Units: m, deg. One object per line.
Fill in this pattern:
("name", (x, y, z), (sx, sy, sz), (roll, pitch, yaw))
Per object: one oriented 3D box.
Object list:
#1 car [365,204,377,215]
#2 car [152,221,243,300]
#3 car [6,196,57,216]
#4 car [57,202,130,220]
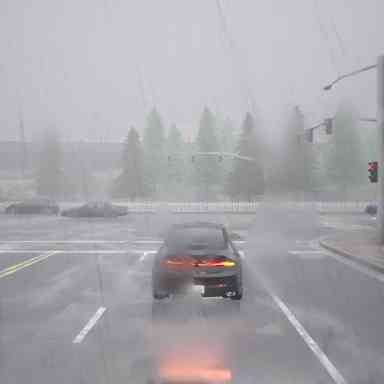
("car", (18.735, 1.422, 30.775), (5.008, 1.535, 1.882), (0, 0, 1))
("car", (0.172, 1.505, 8.401), (1.837, 1.490, 4.892), (0, 0, 2))
("car", (-14.805, 1.297, 31.022), (4.553, 1.767, 2.097), (0, 0, 0))
("car", (-7.894, 1.508, 27.470), (5.357, 1.411, 2.033), (0, 0, 0))
